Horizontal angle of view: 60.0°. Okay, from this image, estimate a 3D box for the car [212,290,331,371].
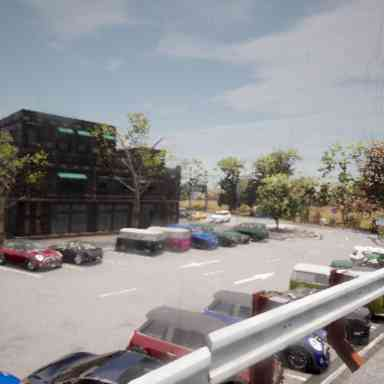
[{"bbox_3d":[2.537,4.659,11.917,4.553,1.767,2.185,3,1,27],"label":"car"}]

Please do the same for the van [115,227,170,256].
[{"bbox_3d":[-4.569,4.237,28.638,4.442,1.987,1.878,1,0,26],"label":"van"}]

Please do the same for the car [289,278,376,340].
[{"bbox_3d":[4.750,4.868,13.967,4.892,1.521,2.231,3,1,26],"label":"car"}]

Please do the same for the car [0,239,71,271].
[{"bbox_3d":[-10.920,4.103,22.486,4.553,1.767,2.185,1,-1,27],"label":"car"}]

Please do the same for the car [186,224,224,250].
[{"bbox_3d":[-0.148,4.371,32.661,5.566,2.045,2.435,1,-1,26],"label":"car"}]

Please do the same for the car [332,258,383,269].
[{"bbox_3d":[9.155,4.902,18.116,4.553,1.767,2.185,3,1,26],"label":"car"}]

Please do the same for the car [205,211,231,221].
[{"bbox_3d":[5.128,4.504,59.345,2.435,2.045,5.566,2,1,28],"label":"car"}]

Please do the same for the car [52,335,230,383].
[{"bbox_3d":[-1.849,4.653,7.742,4.792,1.488,2.163,3,1,27],"label":"car"}]

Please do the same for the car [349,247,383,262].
[{"bbox_3d":[11.296,4.854,20.219,5.566,2.045,2.435,3,1,26],"label":"car"}]

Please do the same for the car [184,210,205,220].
[{"bbox_3d":[1.177,4.584,63.993,1.946,1.575,5.366,2,1,28],"label":"car"}]

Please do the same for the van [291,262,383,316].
[{"bbox_3d":[7.051,4.726,16.005,4.442,1.987,1.878,3,1,26],"label":"van"}]

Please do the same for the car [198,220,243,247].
[{"bbox_3d":[1.996,4.449,34.699,5.566,2.045,2.435,2,-1,26],"label":"car"}]

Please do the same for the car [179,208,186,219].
[{"bbox_3d":[-0.930,4.542,66.054,2.002,1.452,4.674,2,1,28],"label":"car"}]

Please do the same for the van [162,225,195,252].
[{"bbox_3d":[-2.425,4.315,30.677,4.442,1.987,1.878,2,0,26],"label":"van"}]

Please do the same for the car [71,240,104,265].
[{"bbox_3d":[-8.749,4.309,24.514,4.892,1.521,2.231,2,0,26],"label":"car"}]

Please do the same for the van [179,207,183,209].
[{"bbox_3d":[-2.979,4.193,68.176,1.878,1.987,4.442,2,1,28],"label":"van"}]

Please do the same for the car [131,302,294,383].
[{"bbox_3d":[0.349,4.579,9.823,4.553,1.767,2.185,3,1,26],"label":"car"}]

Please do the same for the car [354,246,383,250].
[{"bbox_3d":[13.540,4.936,22.298,5.566,2.045,2.435,3,1,27],"label":"car"}]

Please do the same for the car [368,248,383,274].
[{"bbox_3d":[15.716,5.296,24.386,4.792,1.488,2.163,3,1,27],"label":"car"}]

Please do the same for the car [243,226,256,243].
[{"bbox_3d":[4.131,4.808,36.747,4.792,1.488,2.163,1,-1,26],"label":"car"}]

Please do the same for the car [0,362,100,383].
[{"bbox_3d":[-3.970,4.295,5.629,5.566,2.045,2.435,3,1,26],"label":"car"}]

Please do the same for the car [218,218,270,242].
[{"bbox_3d":[6.226,4.604,38.786,5.566,2.045,2.435,2,0,27],"label":"car"}]
